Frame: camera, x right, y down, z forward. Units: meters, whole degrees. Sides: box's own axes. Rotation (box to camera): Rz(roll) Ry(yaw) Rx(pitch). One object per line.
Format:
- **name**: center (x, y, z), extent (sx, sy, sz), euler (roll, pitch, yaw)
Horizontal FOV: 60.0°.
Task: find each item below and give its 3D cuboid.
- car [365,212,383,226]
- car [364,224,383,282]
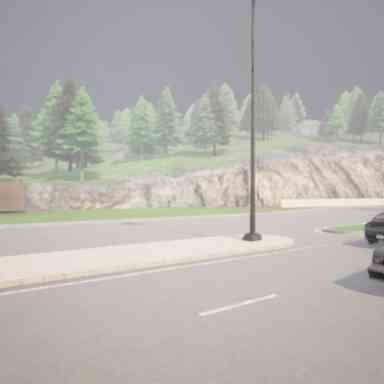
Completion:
- **car**: center (9.605, 1.587, 14.836), extent (4.892, 1.490, 1.837), euler (0, 0, -35)
- **car**: center (6.569, 1.599, 8.444), extent (5.357, 1.411, 2.033), euler (0, 0, -35)
